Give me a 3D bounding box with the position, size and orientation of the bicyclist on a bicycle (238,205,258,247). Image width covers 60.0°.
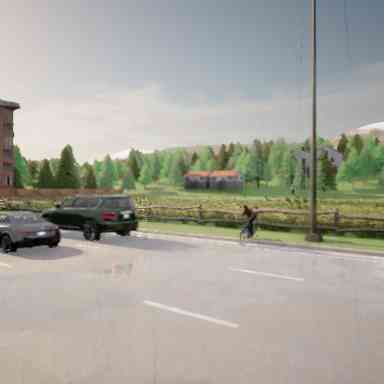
[{"bbox_3d":[2.290,1.296,13.492,0.582,1.620,1.656,0,10,35],"label":"bicyclist on a bicycle"}]

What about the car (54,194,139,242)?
[{"bbox_3d":[-5.062,1.128,16.137,5.566,2.045,2.150,1,1,35],"label":"car"}]

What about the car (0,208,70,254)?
[{"bbox_3d":[-7.135,1.482,13.316,4.181,1.385,1.994,0,0,35],"label":"car"}]
